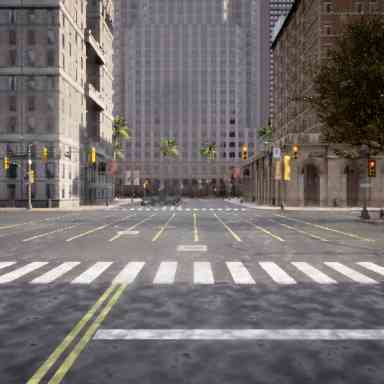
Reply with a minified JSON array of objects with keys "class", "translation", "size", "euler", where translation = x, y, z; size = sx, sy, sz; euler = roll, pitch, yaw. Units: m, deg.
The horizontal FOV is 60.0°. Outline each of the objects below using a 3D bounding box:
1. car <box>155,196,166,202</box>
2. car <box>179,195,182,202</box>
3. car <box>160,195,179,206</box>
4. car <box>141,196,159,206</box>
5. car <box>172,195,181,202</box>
[{"class":"car","translation":[-6.941,1.553,73.543],"size":[1.994,1.385,4.181],"euler":[0,0,1]},{"class":"car","translation":[-3.569,1.491,64.898],"size":[2.128,1.511,4.902],"euler":[0,0,1]},{"class":"car","translation":[-3.641,1.547,55.052],"size":[2.033,1.411,5.357],"euler":[0,0,0]},{"class":"car","translation":[-7.134,1.491,54.290],"size":[2.128,1.511,4.902],"euler":[0,0,0]},{"class":"car","translation":[-3.424,1.500,75.310],"size":[1.837,1.490,4.892],"euler":[0,0,1]}]
